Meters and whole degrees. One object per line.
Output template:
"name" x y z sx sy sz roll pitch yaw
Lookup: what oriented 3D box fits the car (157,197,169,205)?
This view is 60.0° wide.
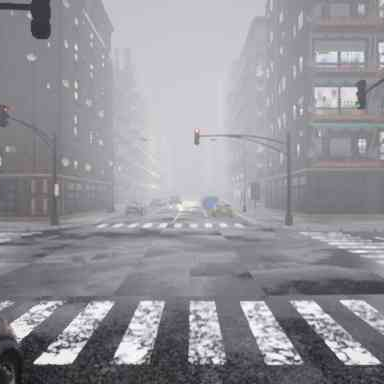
"car" -5.297 1.602 61.002 1.802 1.307 4.206 1 0 0

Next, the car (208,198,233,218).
"car" 2.709 1.525 30.256 1.752 1.417 4.829 1 0 0

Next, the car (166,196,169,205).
"car" -5.297 1.540 55.174 1.752 1.417 4.829 1 0 0

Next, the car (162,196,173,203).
"car" -5.295 1.583 72.317 2.008 1.369 4.403 1 0 0

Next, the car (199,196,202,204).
"car" 2.585 1.326 49.743 2.192 1.841 5.009 1 0 0

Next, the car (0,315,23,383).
"car" -2.749 1.564 1.751 1.994 1.385 4.181 0 0 0

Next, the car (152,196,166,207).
"car" -5.298 1.593 49.686 1.802 1.307 4.206 1 0 0

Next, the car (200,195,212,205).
"car" 2.585 1.460 61.056 1.967 1.590 4.097 1 0 0

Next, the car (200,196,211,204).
"car" 2.585 1.576 66.712 2.008 1.369 4.403 1 0 0

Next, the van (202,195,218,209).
"van" 2.616 1.348 44.090 1.690 1.788 3.998 1 0 0

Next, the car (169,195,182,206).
"car" -2.740 1.296 56.119 2.097 1.767 4.553 0 0 0

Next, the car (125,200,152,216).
"car" -5.430 1.551 32.713 2.008 1.369 4.403 1 0 0

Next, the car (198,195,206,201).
"car" 2.587 1.592 83.680 1.887 1.381 4.507 1 0 0
